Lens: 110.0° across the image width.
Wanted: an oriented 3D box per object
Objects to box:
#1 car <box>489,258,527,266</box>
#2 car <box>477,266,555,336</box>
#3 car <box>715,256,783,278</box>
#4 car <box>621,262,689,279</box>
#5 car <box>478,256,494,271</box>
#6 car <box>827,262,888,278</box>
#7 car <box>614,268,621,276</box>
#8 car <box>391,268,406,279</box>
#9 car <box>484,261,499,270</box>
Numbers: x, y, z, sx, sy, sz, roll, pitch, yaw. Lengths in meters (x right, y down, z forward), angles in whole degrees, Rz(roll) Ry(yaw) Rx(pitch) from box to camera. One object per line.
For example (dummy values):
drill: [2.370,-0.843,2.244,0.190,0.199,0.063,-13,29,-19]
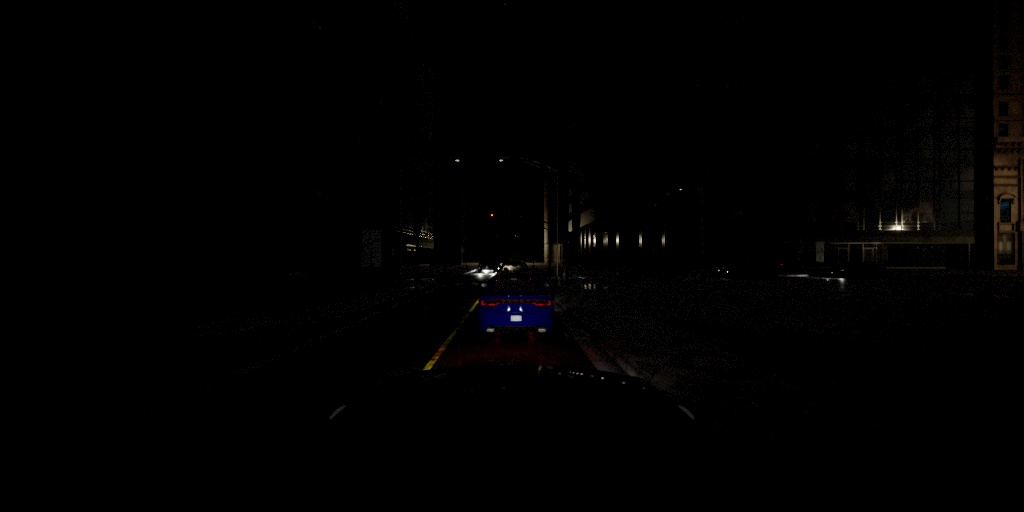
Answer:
car: [0.140,1.107,19.283,2.097,1.767,4.553,0,0,2]
car: [0.093,1.229,10.415,1.882,1.535,5.008,0,0,0]
car: [21.975,0.986,33.326,5.566,2.045,2.150,0,0,-1]
car: [12.166,1.240,30.107,5.008,1.535,1.882,0,0,0]
car: [-3.136,0.999,45.826,2.150,2.045,5.566,0,0,-2]
car: [32.072,1.276,33.322,4.674,1.442,1.812,0,0,0]
car: [12.024,1.371,33.308,4.718,1.301,1.895,0,0,3]
car: [-11.813,1.289,30.168,5.357,1.411,2.033,0,0,-3]
car: [-3.136,1.390,55.716,1.895,1.301,4.718,0,0,0]
